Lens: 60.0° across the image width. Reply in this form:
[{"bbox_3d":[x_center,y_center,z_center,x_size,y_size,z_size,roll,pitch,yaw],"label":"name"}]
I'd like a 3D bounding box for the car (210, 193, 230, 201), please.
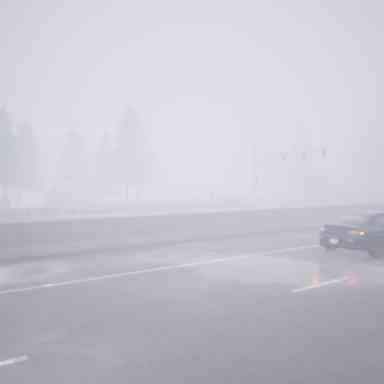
[{"bbox_3d":[6.066,0.943,68.236,1.837,1.490,4.892,-1,1,-18],"label":"car"}]

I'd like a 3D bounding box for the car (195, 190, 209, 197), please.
[{"bbox_3d":[2.548,0.583,83.337,2.150,2.045,5.566,-1,0,-11],"label":"car"}]

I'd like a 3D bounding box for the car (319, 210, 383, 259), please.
[{"bbox_3d":[6.522,1.385,11.952,4.674,1.442,1.812,-1,0,-32],"label":"car"}]

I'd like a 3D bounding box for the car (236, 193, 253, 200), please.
[{"bbox_3d":[10.408,0.981,66.593,1.994,1.385,4.181,-1,1,-21],"label":"car"}]
